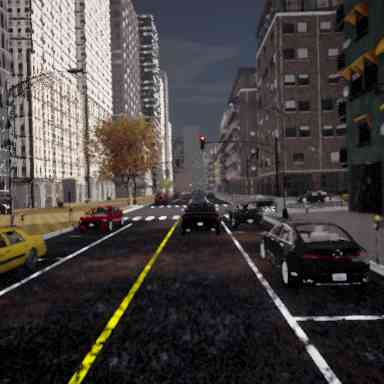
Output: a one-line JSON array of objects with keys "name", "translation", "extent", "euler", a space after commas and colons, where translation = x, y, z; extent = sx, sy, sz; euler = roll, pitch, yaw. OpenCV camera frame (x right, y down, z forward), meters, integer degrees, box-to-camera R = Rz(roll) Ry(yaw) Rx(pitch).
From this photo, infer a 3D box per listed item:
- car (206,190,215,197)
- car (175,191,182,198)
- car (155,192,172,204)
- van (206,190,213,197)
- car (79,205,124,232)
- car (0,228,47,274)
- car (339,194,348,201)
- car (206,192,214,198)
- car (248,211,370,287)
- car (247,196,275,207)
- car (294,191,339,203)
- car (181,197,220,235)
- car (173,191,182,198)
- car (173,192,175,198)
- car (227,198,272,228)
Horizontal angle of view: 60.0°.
[{"name": "car", "translation": [4.164, 0.737, 74.120], "extent": [1.947, 1.339, 4.313], "euler": [-2, 1, 1]}, {"name": "car", "translation": [-3.996, 0.861, 85.330], "extent": [1.947, 1.339, 4.313], "euler": [-2, 0, 1]}, {"name": "car", "translation": [-4.652, 0.926, 52.198], "extent": [2.192, 1.841, 5.009], "euler": [-2, 1, 1]}, {"name": "van", "translation": [4.374, 0.410, 85.161], "extent": [1.690, 1.788, 3.998], "euler": [-2, 0, 1]}, {"name": "car", "translation": [-5.278, 1.483, 19.819], "extent": [1.887, 1.381, 4.507], "euler": [-2, 1, 1]}, {"name": "car", "translation": [-5.498, 1.583, 8.587], "extent": [1.752, 1.417, 4.829], "euler": [-2, 1, 1]}, {"name": "car", "translation": [19.594, 0.318, 38.786], "extent": [4.829, 1.417, 1.752], "euler": [-2, 1, 1]}, {"name": "car", "translation": [4.275, 0.643, 79.811], "extent": [1.752, 1.417, 4.829], "euler": [-2, 0, 1]}, {"name": "car", "translation": [2.882, 1.381, 8.590], "extent": [2.008, 1.369, 4.403], "euler": [-2, 1, 1]}, {"name": "car", "translation": [6.585, 1.040, 32.504], "extent": [4.718, 1.301, 1.895], "euler": [-4, 0, -26]}, {"name": "car", "translation": [14.202, 0.564, 38.839], "extent": [4.403, 1.369, 2.008], "euler": [-2, 1, 1]}, {"name": "car", "translation": [0.440, 1.281, 17.737], "extent": [1.882, 1.535, 5.008], "euler": [-2, 1, 1]}, {"name": "car", "translation": [-3.895, 0.560, 90.848], "extent": [2.192, 1.841, 5.009], "euler": [-2, 0, 1]}, {"name": "car", "translation": [-4.536, 1.123, 57.722], "extent": [1.947, 1.339, 4.313], "euler": [-2, 1, 1]}, {"name": "car", "translation": [3.098, 1.263, 19.653], "extent": [2.008, 1.369, 4.403], "euler": [-2, 1, 1]}]
